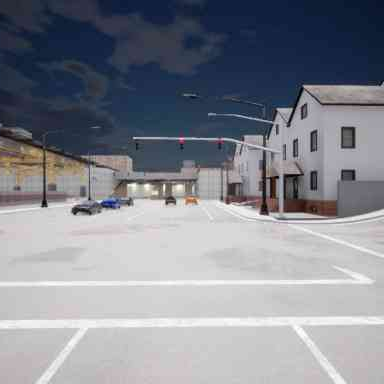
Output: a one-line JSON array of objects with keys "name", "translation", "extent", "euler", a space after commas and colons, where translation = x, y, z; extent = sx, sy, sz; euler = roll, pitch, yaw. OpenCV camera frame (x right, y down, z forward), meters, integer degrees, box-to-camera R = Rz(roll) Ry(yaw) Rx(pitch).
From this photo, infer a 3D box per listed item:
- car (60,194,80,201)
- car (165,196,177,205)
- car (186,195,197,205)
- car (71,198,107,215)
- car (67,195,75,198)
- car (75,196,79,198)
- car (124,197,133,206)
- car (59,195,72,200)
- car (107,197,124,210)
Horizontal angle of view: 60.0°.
[{"name": "car", "translation": [-32.742, 1.452, 89.535], "extent": [2.038, 1.542, 4.974], "euler": [0, 0, 28]}, {"name": "car", "translation": [-3.677, 1.505, 58.535], "extent": [1.837, 1.490, 4.892], "euler": [0, 0, 0]}, {"name": "car", "translation": [-0.082, 1.352, 60.479], "extent": [2.097, 1.767, 4.553], "euler": [0, 0, 0]}, {"name": "car", "translation": [-10.704, 1.547, 34.298], "extent": [2.033, 1.411, 5.357], "euler": [0, 0, 0]}, {"name": "car", "translation": [-31.936, 1.452, 84.171], "extent": [2.038, 1.542, 4.974], "euler": [0, 0, -37]}, {"name": "car", "translation": [-32.767, 1.295, 89.490], "extent": [1.853, 1.218, 4.536], "euler": [0, 0, 28]}, {"name": "car", "translation": [-10.752, 1.526, 54.295], "extent": [1.812, 1.442, 4.674], "euler": [0, 0, 0]}, {"name": "car", "translation": [-31.967, 1.295, 84.213], "extent": [1.853, 1.218, 4.536], "euler": [0, 0, -37]}, {"name": "car", "translation": [-10.730, 1.478, 44.021], "extent": [1.882, 1.535, 5.008], "euler": [0, 0, 0]}]
